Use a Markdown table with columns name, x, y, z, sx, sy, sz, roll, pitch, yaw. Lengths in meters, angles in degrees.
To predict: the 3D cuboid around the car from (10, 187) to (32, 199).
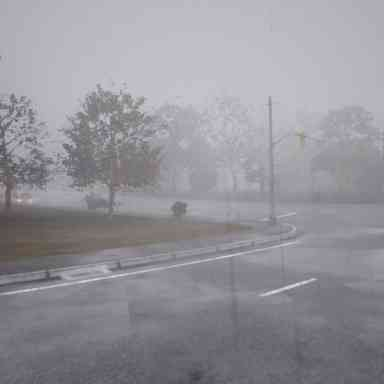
| name | x | y | z | sx | sy | sz | roll | pitch | yaw |
| --- | --- | --- | --- | --- | --- | --- | --- | --- | --- |
| car | -25.666 | 0.009 | 49.236 | 4.553 | 1.767 | 2.097 | 3 | 4 | 39 |

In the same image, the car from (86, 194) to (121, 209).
| name | x | y | z | sx | sy | sz | roll | pitch | yaw |
| --- | --- | --- | --- | --- | --- | --- | --- | --- | --- |
| car | -9.677 | 0.966 | 36.222 | 4.674 | 1.442 | 1.812 | 2 | 3 | 39 |
